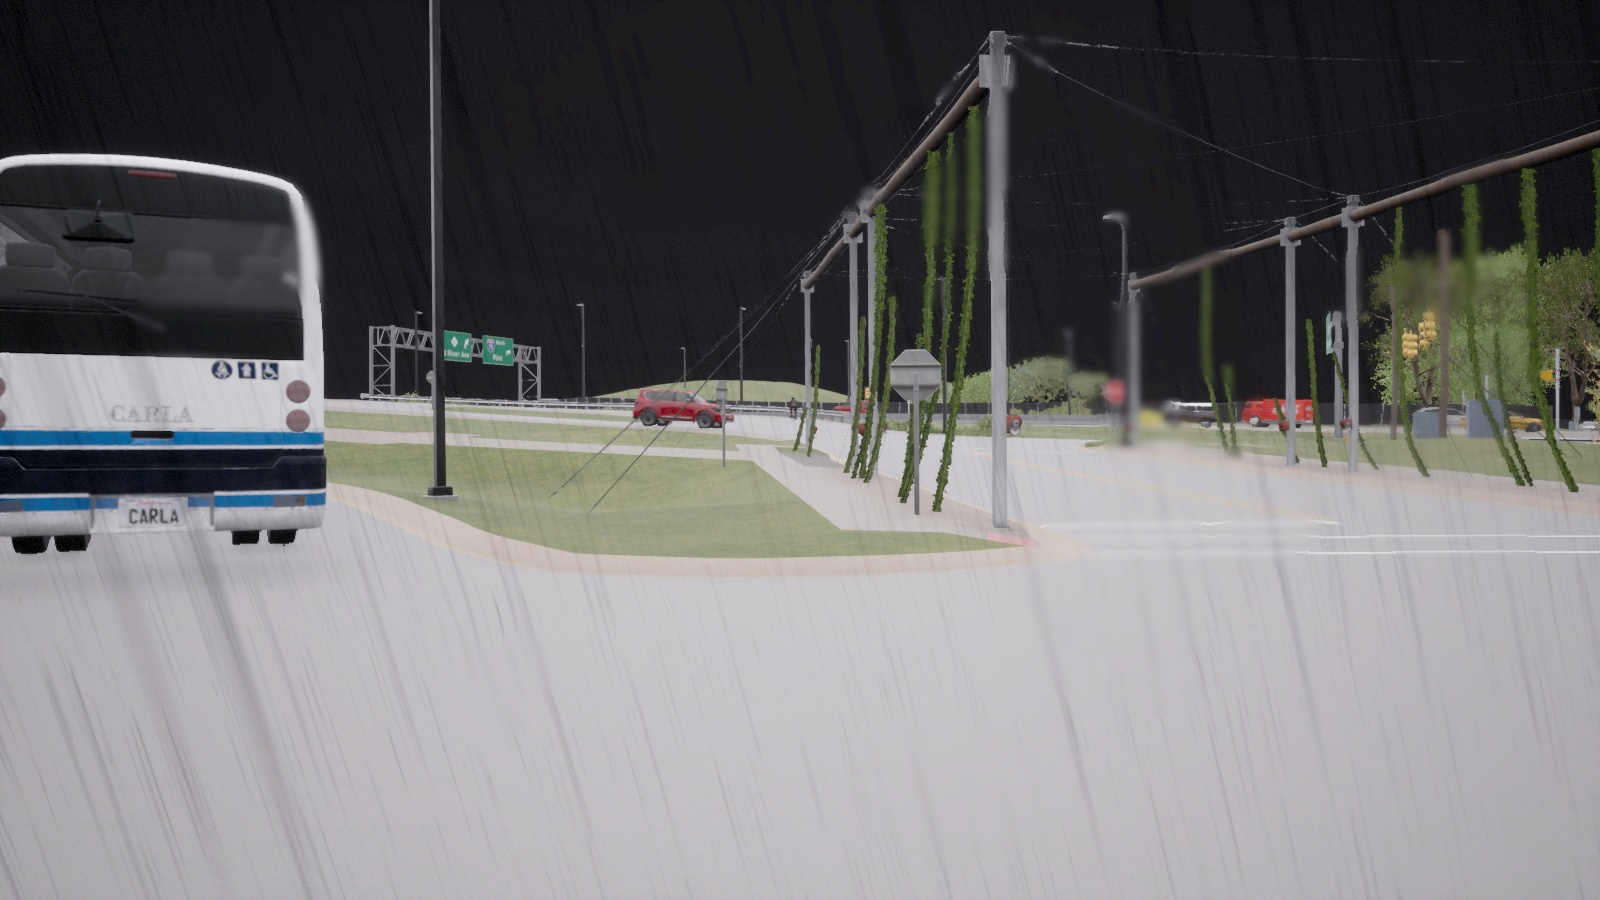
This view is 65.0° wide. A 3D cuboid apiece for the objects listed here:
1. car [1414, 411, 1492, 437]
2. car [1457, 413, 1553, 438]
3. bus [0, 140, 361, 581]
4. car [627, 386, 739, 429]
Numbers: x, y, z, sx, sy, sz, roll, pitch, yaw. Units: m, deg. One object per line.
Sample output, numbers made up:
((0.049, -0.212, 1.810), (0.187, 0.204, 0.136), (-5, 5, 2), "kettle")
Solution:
((45.842, -1.840, 88.279), (4.611, 1.667, 2.242), (2, 1, 20), "car")
((47.128, -1.628, 84.098), (5.366, 1.575, 1.801), (2, 1, 20), "car")
((-8.754, -1.163, 17.308), (3.944, 4.253, 10.273), (0, 4, -26), "bus")
((-6.343, -2.280, 67.984), (5.566, 2.045, 2.150), (3, 2, 18), "car")
